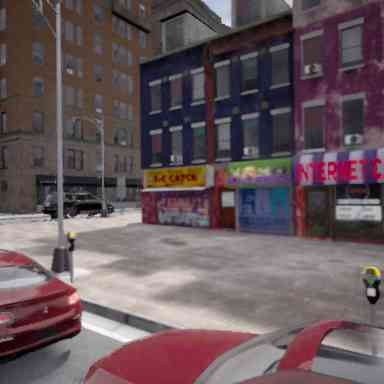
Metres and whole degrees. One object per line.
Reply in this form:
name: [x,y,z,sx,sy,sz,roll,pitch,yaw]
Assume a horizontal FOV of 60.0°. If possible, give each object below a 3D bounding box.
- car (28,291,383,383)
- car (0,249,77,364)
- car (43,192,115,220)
car: [0.953,1.582,2.145,4.206,1.307,1.802,0,-1,36]
car: [-3.475,1.582,5.303,4.206,1.307,1.802,0,-1,36]
car: [-8.680,1.037,25.886,2.150,2.045,5.566,-1,0,37]
